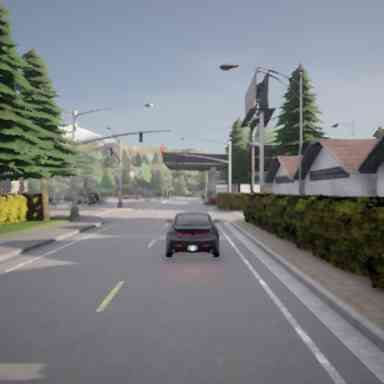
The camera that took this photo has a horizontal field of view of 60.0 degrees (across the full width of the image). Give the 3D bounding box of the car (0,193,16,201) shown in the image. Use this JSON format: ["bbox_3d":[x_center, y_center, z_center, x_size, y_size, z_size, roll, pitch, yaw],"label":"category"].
[{"bbox_3d":[-42.589,1.098,75.124,4.605,1.855,1.932,0,0,-1],"label":"car"}]

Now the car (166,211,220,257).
[{"bbox_3d":[0.041,1.506,12.937,1.837,1.490,4.892,0,0,1],"label":"car"}]

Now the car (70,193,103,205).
[{"bbox_3d":[-16.789,1.078,53.158,3.866,1.878,1.905,0,0,-1],"label":"car"}]

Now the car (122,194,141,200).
[{"bbox_3d":[-16.462,1.332,90.742,5.027,1.636,2.152,0,0,-1],"label":"car"}]

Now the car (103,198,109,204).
[{"bbox_3d":[-16.198,1.362,56.486,3.806,1.475,1.970,0,0,-1],"label":"car"}]

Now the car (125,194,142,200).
[{"bbox_3d":[-16.534,1.342,93.879,4.514,1.523,2.007,0,0,-1],"label":"car"}]

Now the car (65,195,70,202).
[{"bbox_3d":[-24.043,1.299,68.856,4.514,1.523,2.007,0,0,-1],"label":"car"}]

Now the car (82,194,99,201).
[{"bbox_3d":[-24.062,1.321,78.849,3.633,1.501,1.845,0,0,-1],"label":"car"}]

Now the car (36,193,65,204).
[{"bbox_3d":[-24.677,1.098,56.396,4.605,1.855,1.932,0,0,-1],"label":"car"}]
